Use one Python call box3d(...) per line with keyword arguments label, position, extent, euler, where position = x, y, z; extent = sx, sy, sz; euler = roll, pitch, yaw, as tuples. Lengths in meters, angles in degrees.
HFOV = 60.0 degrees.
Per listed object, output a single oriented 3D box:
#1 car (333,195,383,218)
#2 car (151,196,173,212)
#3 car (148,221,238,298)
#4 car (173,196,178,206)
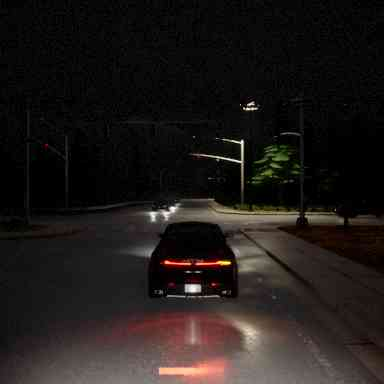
box3d(label="car", position=(15.558, 1.248, 29.621), extent=(5.566, 2.045, 2.150), euler=(0, 0, 1))
box3d(label="car", position=(-3.654, 1.505, 39.377), extent=(1.837, 1.490, 4.892), euler=(0, 0, 0))
box3d(label="car", position=(0.036, 1.501, 8.481), extent=(1.837, 1.490, 4.892), euler=(0, 0, 0))
box3d(label="car", position=(-3.660, 1.601, 52.708), extent=(1.895, 1.301, 4.718), euler=(0, 0, 0))
